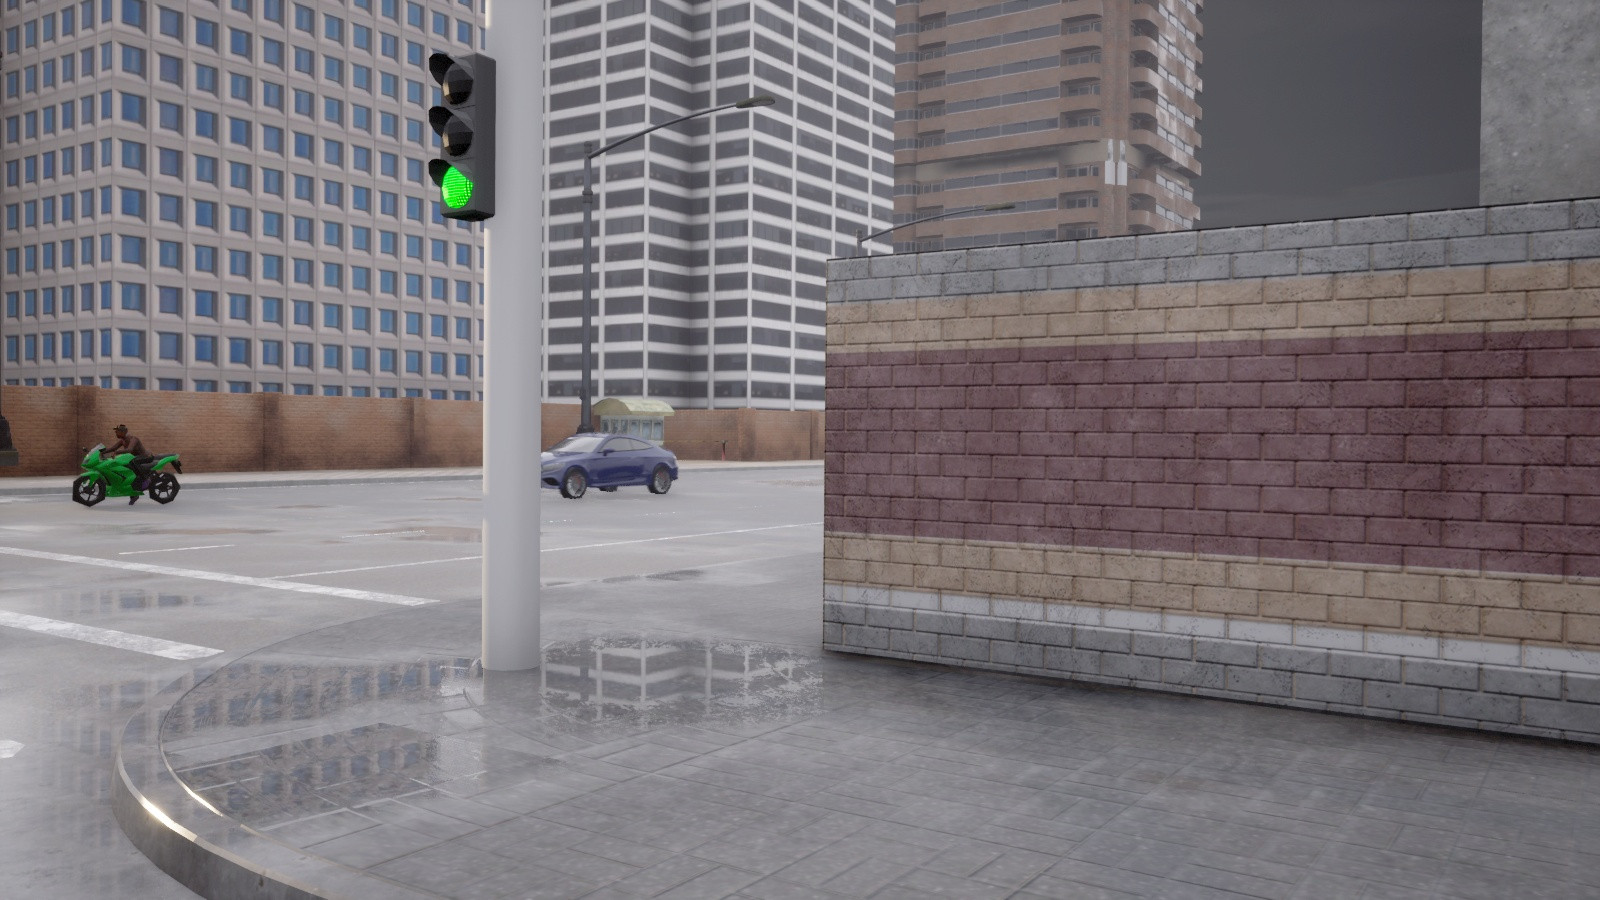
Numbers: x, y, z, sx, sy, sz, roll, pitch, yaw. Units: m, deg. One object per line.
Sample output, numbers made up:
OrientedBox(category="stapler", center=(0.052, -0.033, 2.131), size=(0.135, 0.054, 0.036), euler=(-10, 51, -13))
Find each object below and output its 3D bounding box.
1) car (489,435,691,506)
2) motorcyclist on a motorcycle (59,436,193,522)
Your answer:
OrientedBox(category="car", center=(-4.699, 0.407, 28.746), size=(1.812, 1.442, 4.674), euler=(0, 1, 34))
OrientedBox(category="motorcyclist on a motorcycle", center=(-12.533, 0.507, 23.413), size=(0.797, 1.523, 2.044), euler=(0, 1, 34))
